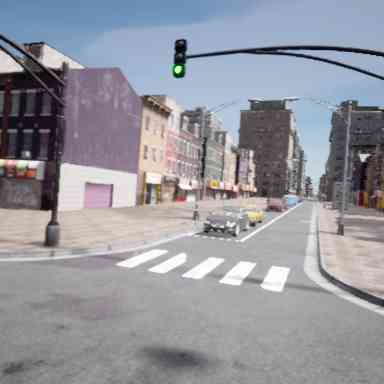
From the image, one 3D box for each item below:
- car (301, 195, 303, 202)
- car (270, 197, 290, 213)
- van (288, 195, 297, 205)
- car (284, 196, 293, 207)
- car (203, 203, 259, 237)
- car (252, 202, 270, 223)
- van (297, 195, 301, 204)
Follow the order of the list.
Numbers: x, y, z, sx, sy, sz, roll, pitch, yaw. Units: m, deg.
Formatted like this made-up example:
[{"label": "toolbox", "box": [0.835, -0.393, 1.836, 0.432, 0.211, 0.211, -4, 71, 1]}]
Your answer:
[{"label": "car", "box": [23.622, 1.902, 75.729, 1.802, 1.307, 4.206, 5, 1, 20]}, {"label": "car", "box": [9.830, 1.566, 38.675, 1.887, 1.381, 4.507, 5, 2, 20]}, {"label": "van", "box": [15.761, 1.478, 54.550, 1.690, 1.788, 3.998, 5, 1, 20]}, {"label": "car", "box": [11.799, 1.623, 43.969, 1.947, 1.339, 4.313, 5, 2, 20]}, {"label": "car", "box": [1.942, 1.426, 17.502, 2.008, 1.369, 4.403, 5, 1, 20]}, {"label": "car", "box": [3.856, 1.438, 22.636, 1.752, 1.417, 4.829, 5, 1, 20]}, {"label": "van", "box": [19.702, 1.566, 65.137, 1.690, 1.788, 3.998, 5, 1, 20]}]
